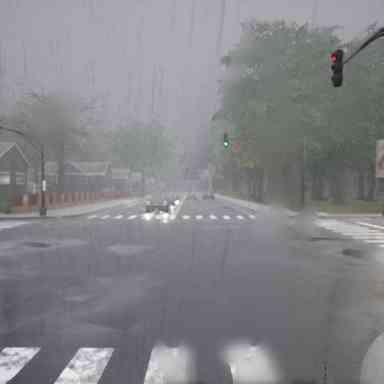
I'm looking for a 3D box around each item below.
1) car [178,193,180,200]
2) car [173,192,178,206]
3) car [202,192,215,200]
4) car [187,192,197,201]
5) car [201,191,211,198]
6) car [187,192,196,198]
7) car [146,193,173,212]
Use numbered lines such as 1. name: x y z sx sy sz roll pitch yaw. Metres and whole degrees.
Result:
1. car: -3.308 0.836 64.183 2.128 1.511 4.902 0 0 0
2. car: -3.300 1.046 45.041 1.837 1.490 4.892 0 1 0
3. car: 3.199 0.694 64.173 2.097 1.767 4.553 0 1 0
4. car: -0.049 0.894 63.774 2.033 1.411 5.357 0 1 0
5. car: 3.156 0.607 74.208 2.033 1.411 5.357 0 1 0
6. car: -0.093 0.663 74.226 1.895 1.301 4.718 0 1 0
7. car: -3.254 1.020 32.567 2.097 1.767 4.553 0 1 0
